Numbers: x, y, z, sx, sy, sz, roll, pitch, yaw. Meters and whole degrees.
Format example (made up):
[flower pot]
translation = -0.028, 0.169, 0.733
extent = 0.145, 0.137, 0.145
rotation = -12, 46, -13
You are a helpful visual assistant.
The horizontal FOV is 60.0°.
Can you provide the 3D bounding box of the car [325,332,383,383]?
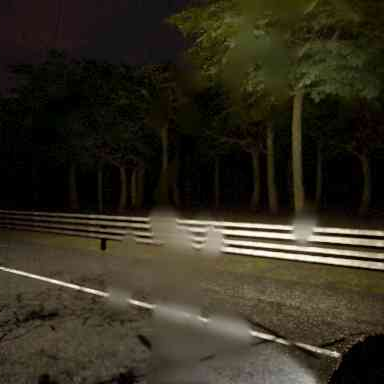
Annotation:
[car]
translation = 2.881, 1.557, 1.819
extent = 4.181, 1.385, 1.994
rotation = 0, 0, 35
